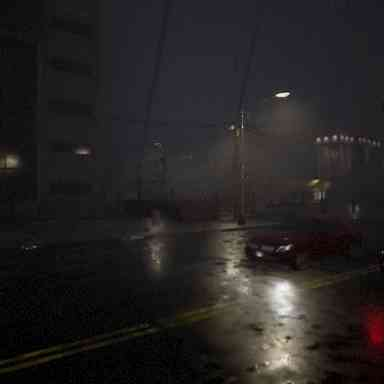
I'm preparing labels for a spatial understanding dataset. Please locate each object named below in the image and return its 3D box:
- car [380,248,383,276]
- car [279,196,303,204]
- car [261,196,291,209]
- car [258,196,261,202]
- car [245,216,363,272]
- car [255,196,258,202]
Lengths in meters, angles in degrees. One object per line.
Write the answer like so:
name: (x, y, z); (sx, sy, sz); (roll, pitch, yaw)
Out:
car: (6.554, 1.545, 8.435); (4.674, 1.442, 1.812); (0, 0, -35)
car: (18.678, 1.515, 62.649); (4.674, 1.452, 2.002); (0, 0, -36)
car: (11.767, 1.318, 43.589); (4.553, 1.767, 2.185); (0, 0, -36)
car: (15.772, 1.547, 66.651); (3.806, 1.475, 1.970); (0, 0, -36)
car: (3.857, 1.543, 11.044); (4.674, 1.442, 1.812); (0, 0, -36)
car: (12.868, 1.493, 70.796); (4.786, 1.482, 2.161); (0, 0, -36)
